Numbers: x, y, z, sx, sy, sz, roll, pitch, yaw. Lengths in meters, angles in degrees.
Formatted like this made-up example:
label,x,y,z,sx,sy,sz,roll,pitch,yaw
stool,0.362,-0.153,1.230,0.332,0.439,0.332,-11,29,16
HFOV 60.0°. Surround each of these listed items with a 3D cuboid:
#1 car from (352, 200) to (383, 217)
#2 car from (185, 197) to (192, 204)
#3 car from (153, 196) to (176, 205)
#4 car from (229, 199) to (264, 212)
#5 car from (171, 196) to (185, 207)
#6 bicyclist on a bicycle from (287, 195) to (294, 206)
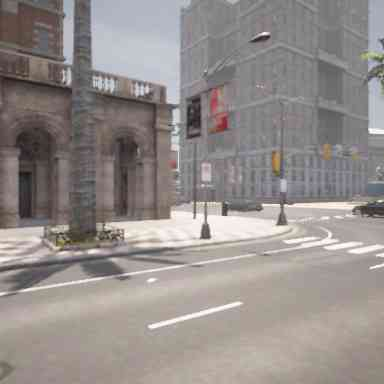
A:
label,x,y,z,sx,sy,sz,roll,pitch,yaw
car,16.425,1.480,29.034,1.837,1.490,4.892,1,-1,-26
car,-2.116,1.518,61.459,2.033,1.411,5.357,0,0,-36
car,-4.942,1.499,59.394,1.812,1.442,4.674,0,0,-36
car,6.133,1.541,37.817,1.994,1.385,4.181,0,0,-36
car,-3.462,1.502,51.186,1.812,1.442,4.674,0,0,-35
bicyclist on a bicycle,14.947,1.265,50.374,1.656,1.620,0.582,0,0,-36
